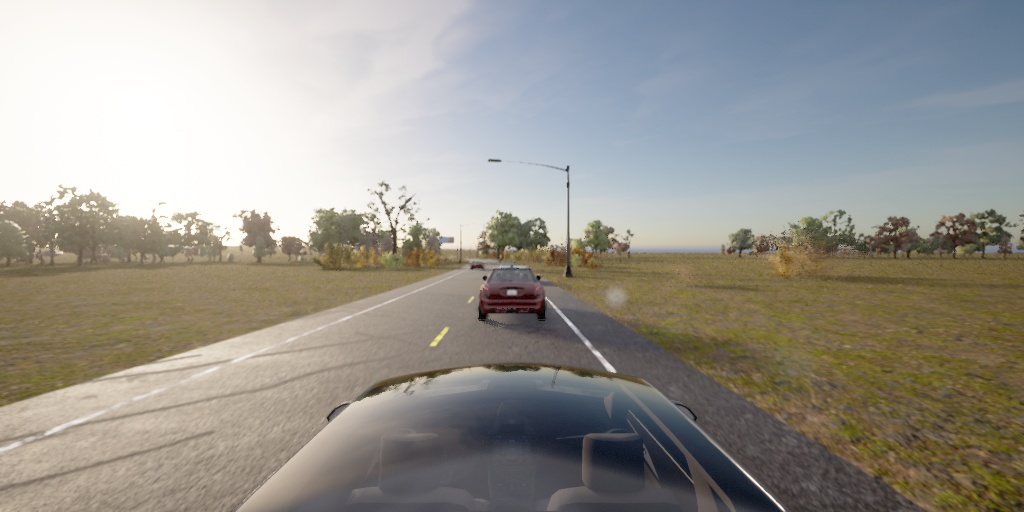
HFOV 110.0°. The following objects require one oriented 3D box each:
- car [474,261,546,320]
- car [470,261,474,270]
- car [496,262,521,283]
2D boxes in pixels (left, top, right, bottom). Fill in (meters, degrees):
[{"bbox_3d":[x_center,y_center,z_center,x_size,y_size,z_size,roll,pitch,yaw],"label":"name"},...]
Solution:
[{"bbox_3d":[-0.011,1.094,12.725,2.097,1.767,4.553,0,0,0],"label":"car"},{"bbox_3d":[-4.820,1.315,50.338,1.895,1.301,4.718,0,0,-3],"label":"car"},{"bbox_3d":[-0.334,1.255,29.075,1.812,1.442,4.674,0,0,-2],"label":"car"}]
